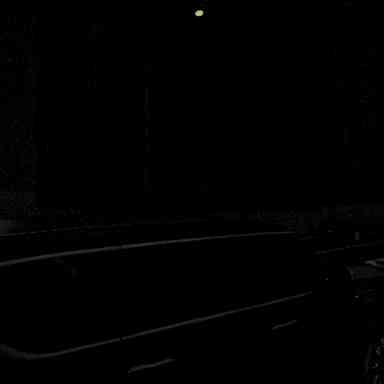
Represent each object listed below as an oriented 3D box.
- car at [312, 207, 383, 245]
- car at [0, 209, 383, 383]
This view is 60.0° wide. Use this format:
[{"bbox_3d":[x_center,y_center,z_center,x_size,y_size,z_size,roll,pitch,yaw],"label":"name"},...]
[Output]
[{"bbox_3d":[8.034,1.546,16.252,4.507,1.381,1.887,0,0,-35],"label":"car"},{"bbox_3d":[0.022,1.223,3.332,5.566,2.045,2.150,0,0,-35],"label":"car"}]
